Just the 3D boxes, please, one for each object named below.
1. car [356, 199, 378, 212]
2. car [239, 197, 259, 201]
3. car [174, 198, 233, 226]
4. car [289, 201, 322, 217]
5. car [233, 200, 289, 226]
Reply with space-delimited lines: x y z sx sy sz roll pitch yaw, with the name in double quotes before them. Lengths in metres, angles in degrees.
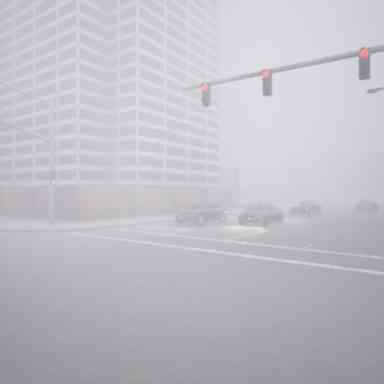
"car" 20.435 1.534 38.804 1.994 1.385 4.181 0 0 35
"car" 6.436 1.503 31.397 1.994 1.385 4.181 0 0 35
"car" 0.698 1.445 23.283 1.837 1.490 4.892 0 0 35
"car" 10.697 1.555 31.356 1.895 1.301 4.718 0 0 35
"car" 4.807 1.520 23.034 1.994 1.385 4.181 0 0 35
